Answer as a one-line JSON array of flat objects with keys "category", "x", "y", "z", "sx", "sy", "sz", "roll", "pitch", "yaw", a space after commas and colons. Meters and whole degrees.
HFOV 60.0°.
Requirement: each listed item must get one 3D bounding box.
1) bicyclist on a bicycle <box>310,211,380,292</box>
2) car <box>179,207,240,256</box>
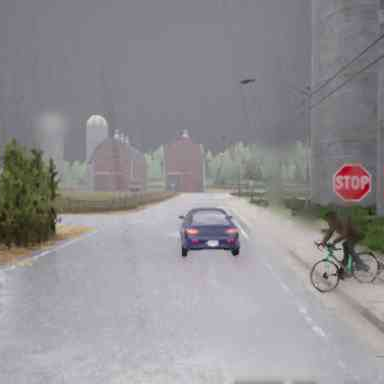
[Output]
[{"category": "bicyclist on a bicycle", "x": 3.124, "y": 1.191, "z": 6.901, "sx": 1.656, "sy": 1.620, "sz": 0.582, "roll": -7, "pitch": -2, "yaw": -12}, {"category": "car", "x": 0.519, "y": 1.272, "z": 11.849, "sx": 1.812, "sy": 1.442, "sz": 4.674, "roll": 0, "pitch": 1, "yaw": -2}]
